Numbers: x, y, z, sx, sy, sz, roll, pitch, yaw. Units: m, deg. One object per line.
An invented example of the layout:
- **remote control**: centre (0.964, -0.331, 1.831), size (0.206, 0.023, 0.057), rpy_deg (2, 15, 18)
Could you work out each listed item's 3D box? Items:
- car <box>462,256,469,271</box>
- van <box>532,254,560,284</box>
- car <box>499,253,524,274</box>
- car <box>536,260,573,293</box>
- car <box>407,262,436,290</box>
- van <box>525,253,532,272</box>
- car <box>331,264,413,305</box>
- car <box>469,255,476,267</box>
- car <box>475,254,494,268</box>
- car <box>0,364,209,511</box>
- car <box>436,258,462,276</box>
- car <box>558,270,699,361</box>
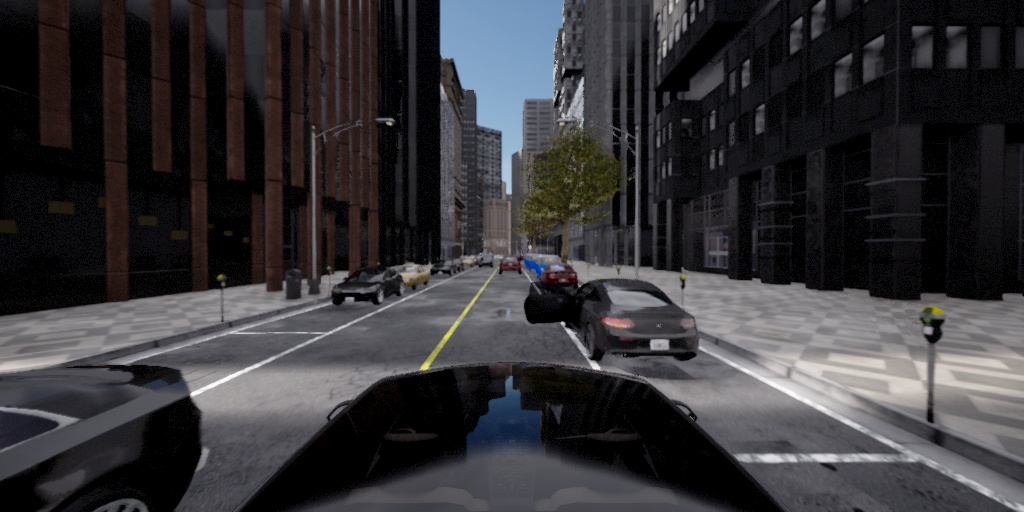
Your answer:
- **car**: centre (-6.000, 0.924, 37.549), size (1.948, 1.339, 4.313), rpy_deg (0, 0, 0)
- **van**: centre (2.600, 0.819, 26.377), size (1.690, 1.789, 3.998), rpy_deg (0, 0, 0)
- **car**: centre (-0.153, 0.740, 34.660), size (2.097, 1.767, 4.553), rpy_deg (0, 1, 0)
- **car**: centre (2.637, 1.085, 20.759), size (1.888, 1.381, 4.507), rpy_deg (0, 0, 0)
- **car**: centre (-5.887, 1.066, 20.524), size (1.751, 1.417, 4.829), rpy_deg (0, 0, 0)
- **van**: centre (2.525, 0.698, 37.613), size (1.690, 1.789, 3.998), rpy_deg (0, 0, 0)
- **car**: centre (-5.851, 1.168, 15.076), size (1.948, 1.339, 4.313), rpy_deg (0, 0, 0)
- **car**: centre (-6.073, 0.763, 48.616), size (1.751, 1.417, 4.829), rpy_deg (0, 0, 0)
- **car**: centre (-3.296, 0.797, 46.382), size (1.837, 1.490, 4.892), rpy_deg (0, 0, 0)
- **car**: centre (-3.092, 1.255, 0.487), size (2.128, 1.511, 4.902), rpy_deg (0, 1, 0)
- **car**: centre (-5.963, 0.984, 31.931), size (1.948, 1.339, 4.313), rpy_deg (0, 0, 0)
- **car**: centre (2.312, 1.206, 7.948), size (1.812, 1.442, 4.674), rpy_deg (0, 1, 0)
